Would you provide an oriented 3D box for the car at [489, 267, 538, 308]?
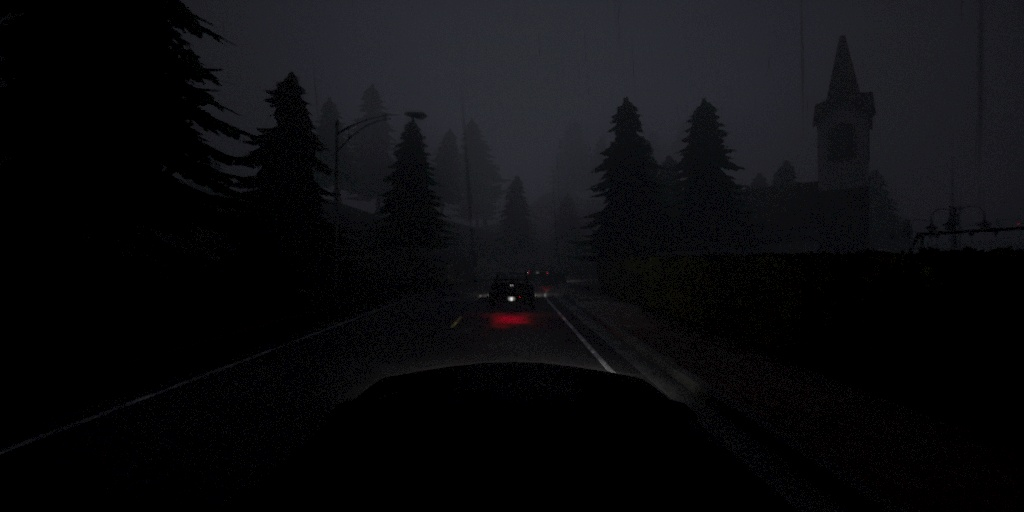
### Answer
[{"bbox_3d":[0.012,1.391,16.121,1.837,1.490,4.892,0,0,1],"label":"car"}]

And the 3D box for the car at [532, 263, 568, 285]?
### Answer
[{"bbox_3d":[2.988,1.358,29.548,2.097,1.767,4.553,0,-1,29],"label":"car"}]
